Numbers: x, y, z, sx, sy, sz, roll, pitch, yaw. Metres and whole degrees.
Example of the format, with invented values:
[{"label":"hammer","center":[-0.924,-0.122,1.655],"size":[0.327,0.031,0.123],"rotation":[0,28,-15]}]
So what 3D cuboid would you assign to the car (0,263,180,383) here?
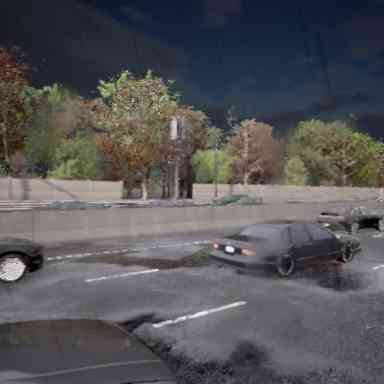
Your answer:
[{"label":"car","center":[-2.623,1.546,1.885],"size":[5.357,1.411,2.033],"rotation":[0,0,-35]}]

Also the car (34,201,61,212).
[{"label":"car","center":[-9.592,1.551,27.242],"size":[5.357,1.411,2.033],"rotation":[0,0,-36]}]

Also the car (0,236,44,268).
[{"label":"car","center":[-6.228,1.475,7.903],"size":[5.008,1.535,1.882],"rotation":[0,0,-35]}]

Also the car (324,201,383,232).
[{"label":"car","center":[9.089,1.511,18.819],"size":[4.902,1.511,2.128],"rotation":[0,0,-35]}]

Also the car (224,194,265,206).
[{"label":"car","center":[6.375,1.382,38.620],"size":[4.553,1.767,2.097],"rotation":[0,0,-35]}]

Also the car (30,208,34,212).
[{"label":"car","center":[-11.711,1.550,30.037],"size":[5.357,1.411,2.033],"rotation":[0,0,-35]}]

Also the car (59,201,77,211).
[{"label":"car","center":[-7.243,1.568,24.619],"size":[4.181,1.385,1.994],"rotation":[0,0,-35]}]

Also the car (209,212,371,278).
[{"label":"car","center":[3.045,1.556,10.213],"size":[5.357,1.411,2.033],"rotation":[0,0,-35]}]

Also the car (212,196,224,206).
[{"label":"car","center":[5.091,1.252,42.000],"size":[5.566,2.045,2.150],"rotation":[0,0,-35]}]

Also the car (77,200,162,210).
[{"label":"car","center":[-4.738,1.510,22.105],"size":[4.892,1.490,1.837],"rotation":[0,0,-35]}]

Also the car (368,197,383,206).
[{"label":"car","center":[32.341,1.645,57.014],"size":[4.674,1.442,1.812],"rotation":[0,0,-35]}]

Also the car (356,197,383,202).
[{"label":"car","center":[26.753,1.578,48.787],"size":[4.902,1.511,2.128],"rotation":[0,0,-35]}]

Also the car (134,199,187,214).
[{"label":"car","center":[-3.331,1.562,36.001],"size":[5.357,1.411,2.033],"rotation":[0,0,-35]}]

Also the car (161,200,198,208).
[{"label":"car","center":[-1.663,1.506,32.893],"size":[4.902,1.511,2.128],"rotation":[0,0,-36]}]
